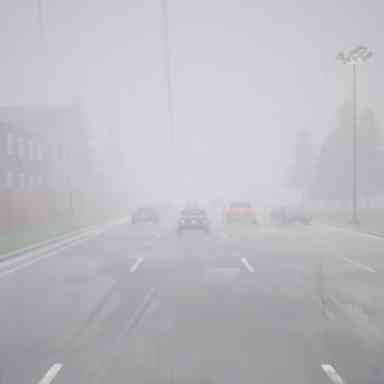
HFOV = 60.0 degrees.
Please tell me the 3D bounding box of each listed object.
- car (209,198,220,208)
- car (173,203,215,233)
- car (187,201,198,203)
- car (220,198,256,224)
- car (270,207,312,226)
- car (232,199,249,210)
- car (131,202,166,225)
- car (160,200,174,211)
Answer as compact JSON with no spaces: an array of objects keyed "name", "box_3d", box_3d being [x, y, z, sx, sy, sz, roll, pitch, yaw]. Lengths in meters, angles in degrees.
[{"name":"car","box_3d":[3.597,1.583,48.627,2.097,1.767,4.553,0,0,0]},{"name":"car","box_3d":[0.094,1.644,20.209,2.033,1.411,5.357,0,0,0]},{"name":"car","box_3d":[0.033,1.734,39.247,2.033,1.411,5.357,0,0,0]},{"name":"car","box_3d":[3.593,1.475,25.900,2.097,1.767,4.553,0,0,0]},{"name":"car","box_3d":[7.094,1.718,24.444,1.895,1.301,4.718,0,0,0]},{"name":"car","box_3d":[7.098,1.798,49.066,1.994,1.385,4.181,0,0,1]},{"name":"car","box_3d":[-3.407,1.685,25.570,1.994,1.385,4.181,0,0,0]},{"name":"car","box_3d":[-3.433,1.756,43.842,2.033,1.411,5.357,0,0,0]}]
